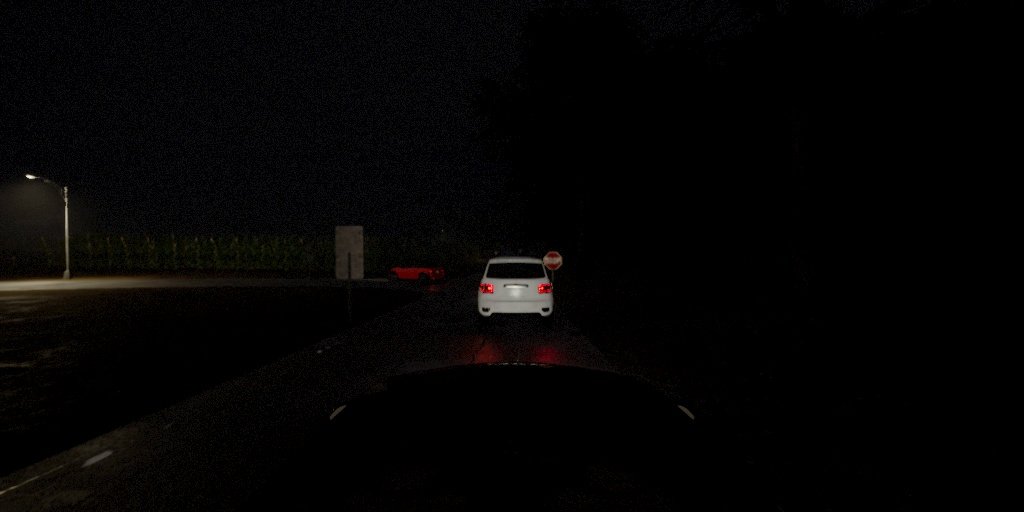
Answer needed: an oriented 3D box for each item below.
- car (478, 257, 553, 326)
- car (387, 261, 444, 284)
[{"bbox_3d":[0.105,1.065,12.213,2.150,2.045,5.566,0,-1,0],"label":"car"},{"bbox_3d":[-7.777,1.188,28.842,4.553,1.767,2.097,1,2,24],"label":"car"}]
